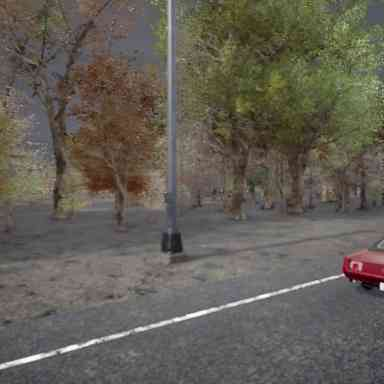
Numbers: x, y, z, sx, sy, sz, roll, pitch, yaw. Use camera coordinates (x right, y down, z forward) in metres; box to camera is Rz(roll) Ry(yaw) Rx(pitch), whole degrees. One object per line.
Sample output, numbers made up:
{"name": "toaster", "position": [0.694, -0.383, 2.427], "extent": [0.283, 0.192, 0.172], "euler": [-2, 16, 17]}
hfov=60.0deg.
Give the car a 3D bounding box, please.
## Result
{"name": "car", "position": [5.631, 1.572, 7.763], "extent": [4.718, 1.301, 1.895], "euler": [0, 0, -35]}
